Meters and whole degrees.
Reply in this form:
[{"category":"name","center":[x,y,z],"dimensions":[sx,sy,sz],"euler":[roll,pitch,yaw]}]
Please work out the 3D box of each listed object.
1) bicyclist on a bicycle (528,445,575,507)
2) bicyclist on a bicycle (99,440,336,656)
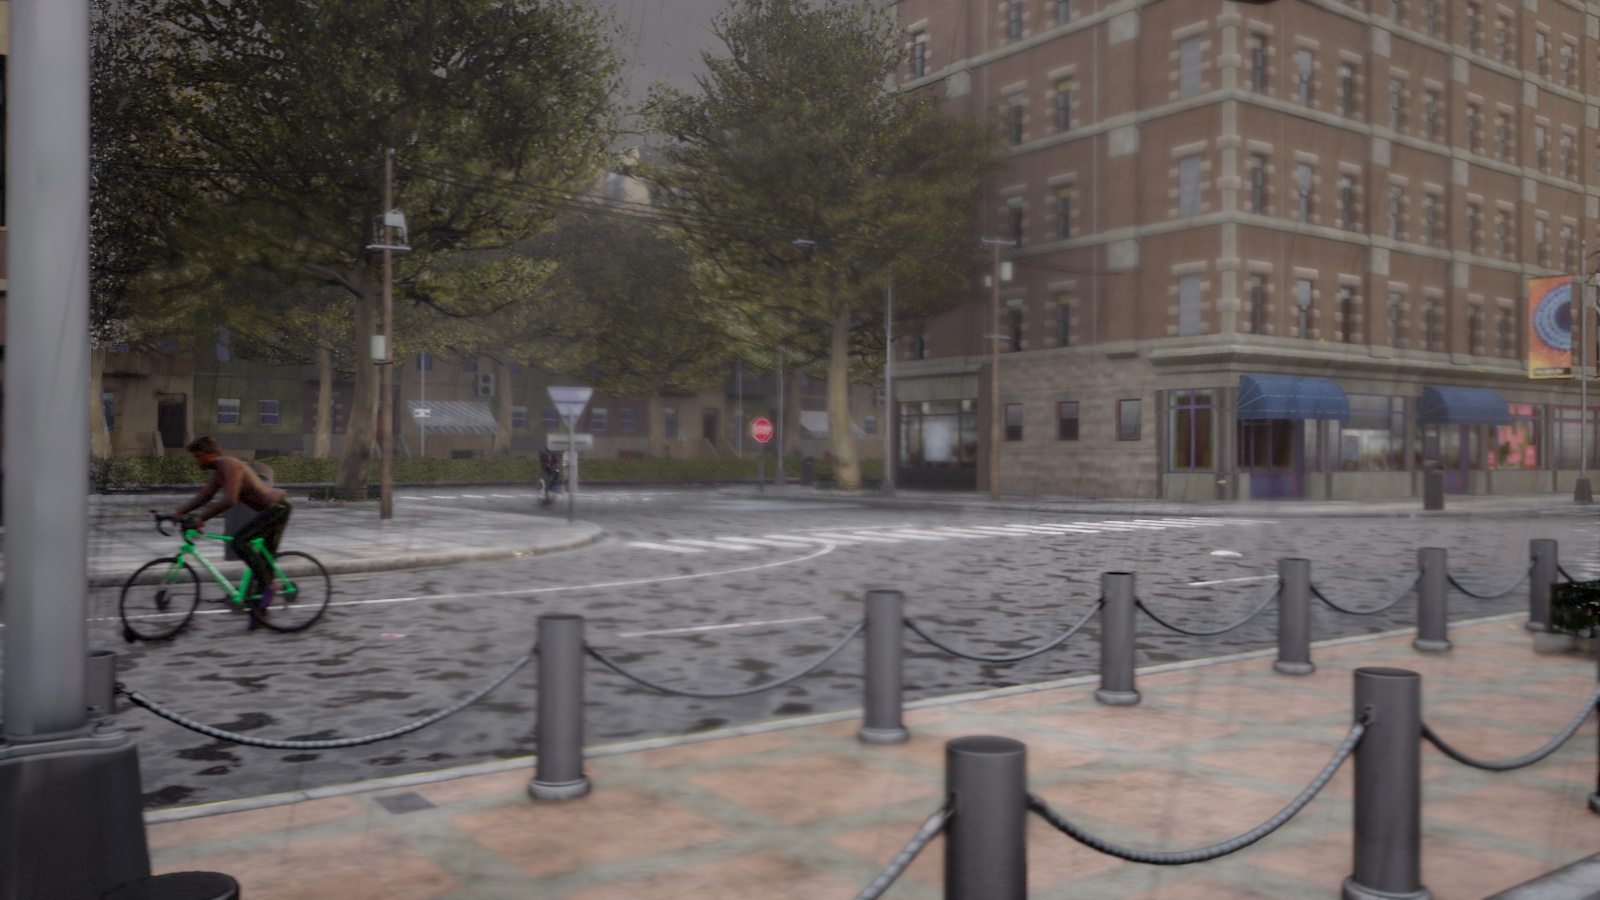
[{"category":"bicyclist on a bicycle","center":[-7.311,0.747,36.895],"dimensions":[0.659,1.776,1.843],"euler":[0,0,-36]},{"category":"bicyclist on a bicycle","center":[-4.680,0.736,10.138],"dimensions":[1.656,1.620,0.582],"euler":[0,0,-35]}]
